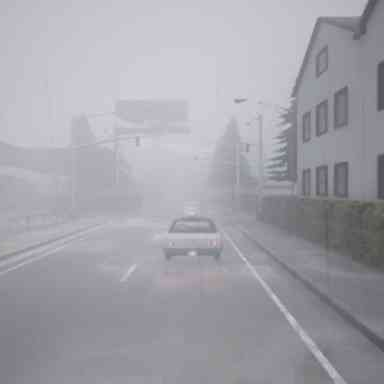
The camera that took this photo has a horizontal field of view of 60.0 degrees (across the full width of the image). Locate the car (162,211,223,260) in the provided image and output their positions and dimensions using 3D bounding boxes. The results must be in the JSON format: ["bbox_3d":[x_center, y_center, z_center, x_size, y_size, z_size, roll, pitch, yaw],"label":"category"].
[{"bbox_3d":[0.037,1.596,12.429,1.895,1.301,4.718,0,0,1],"label":"car"}]

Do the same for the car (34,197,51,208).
[{"bbox_3d":[-22.194,1.651,51.958,4.611,1.667,2.242,0,0,0],"label":"car"}]

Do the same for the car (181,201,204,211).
[{"bbox_3d":[0.037,1.538,28.713,1.812,1.442,4.674,0,-1,1],"label":"car"}]
